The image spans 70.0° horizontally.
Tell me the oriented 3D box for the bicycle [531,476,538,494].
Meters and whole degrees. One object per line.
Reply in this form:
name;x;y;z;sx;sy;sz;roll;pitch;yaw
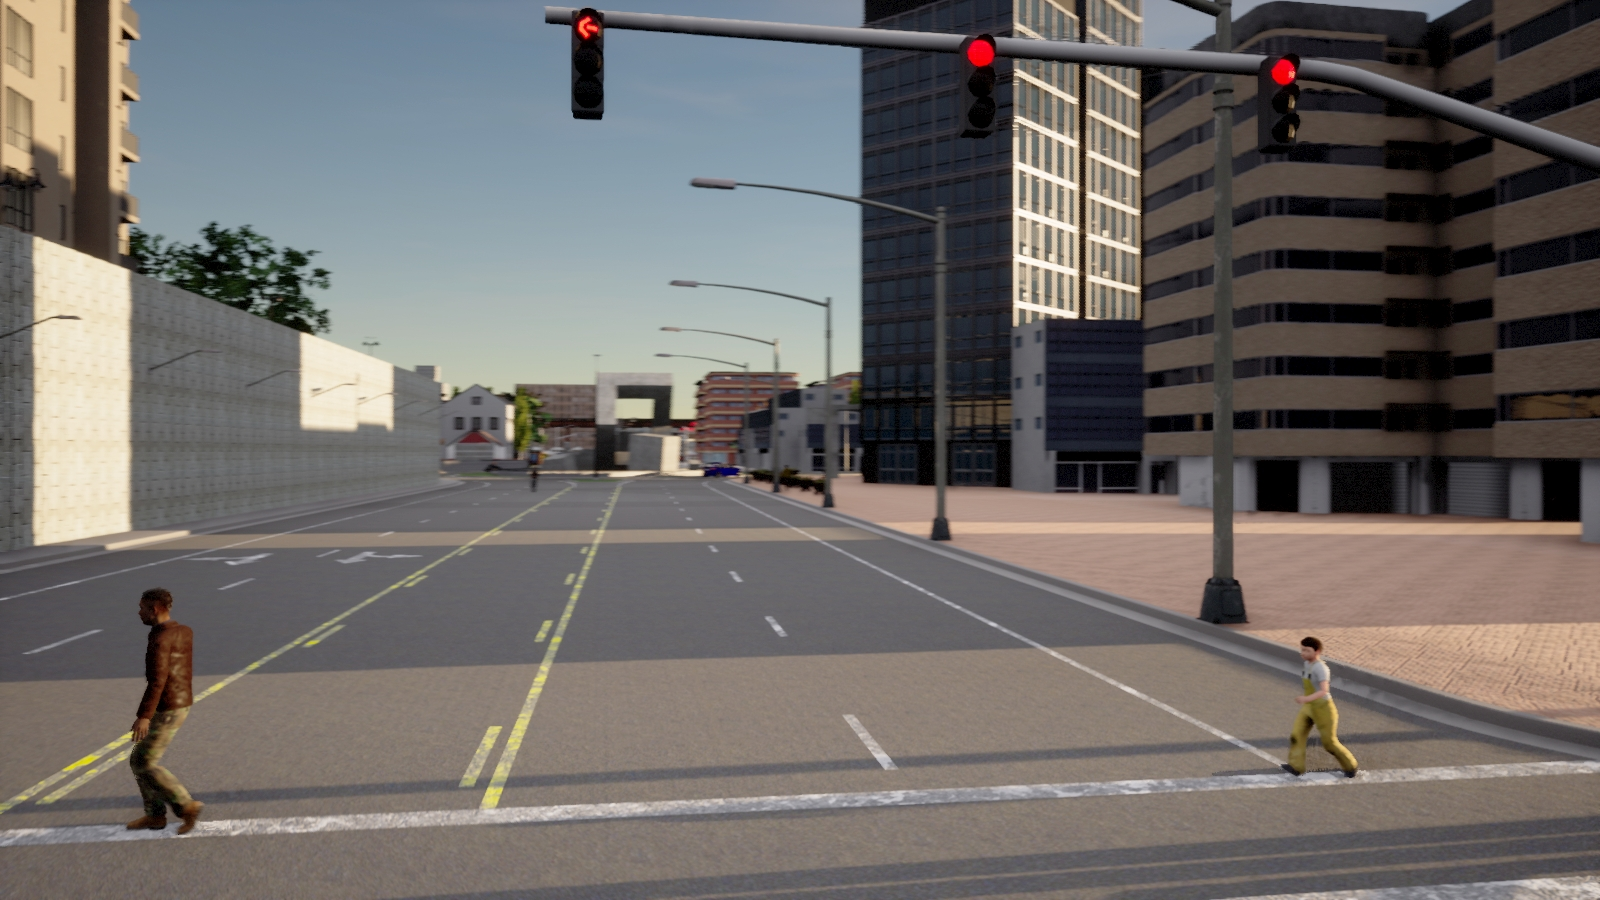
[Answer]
bicycle;-17.503;2.311;75.342;0.329;1.126;1.835;0;0;-8

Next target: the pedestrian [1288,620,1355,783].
pedestrian;4.473;2.143;9.812;0.375;1.300;0.375;0;0;-13

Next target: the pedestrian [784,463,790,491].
pedestrian;-0.874;1.786;76.153;0.375;1.860;0.375;0;0;-8

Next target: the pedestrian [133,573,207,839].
pedestrian;-4.617;1.856;8.389;0.375;1.860;0.375;0;0;-10
